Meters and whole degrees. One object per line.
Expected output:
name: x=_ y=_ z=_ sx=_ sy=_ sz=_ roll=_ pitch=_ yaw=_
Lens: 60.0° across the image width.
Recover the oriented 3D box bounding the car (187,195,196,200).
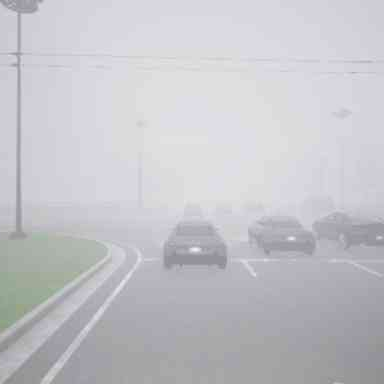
car: x=-0.017 y=1.883 z=88.800 sx=2.150 sy=2.045 sz=5.566 roll=0 pitch=0 yaw=0

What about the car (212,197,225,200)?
car: x=6.983 y=2.138 z=89.073 sx=1.882 sy=1.535 sz=5.008 roll=0 pitch=0 yaw=0

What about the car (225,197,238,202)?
car: x=10.483 y=2.162 z=89.319 sx=1.837 sy=1.490 sz=4.892 roll=0 pitch=0 yaw=0

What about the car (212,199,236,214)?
car: x=3.592 y=1.853 z=38.872 sx=1.994 sy=1.385 sz=4.181 roll=0 pitch=0 yaw=0

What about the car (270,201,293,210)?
car: x=10.579 y=1.818 z=39.392 sx=1.812 sy=1.442 sz=4.674 roll=0 pitch=0 yaw=0

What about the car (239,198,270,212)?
car: x=7.092 y=1.776 z=38.321 sx=2.128 sy=1.511 sz=4.902 roll=0 pitch=0 yaw=0

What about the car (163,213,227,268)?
car: x=0.096 y=1.652 z=11.614 sx=1.994 sy=1.385 sz=4.181 roll=0 pitch=0 yaw=0

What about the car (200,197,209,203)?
car: x=3.483 y=2.186 z=89.145 sx=2.128 sy=1.511 sz=4.902 roll=0 pitch=0 yaw=0

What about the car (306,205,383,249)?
car: x=7.097 y=1.590 z=15.060 sx=1.882 sy=1.535 sz=5.008 roll=0 pitch=0 yaw=0

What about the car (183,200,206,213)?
car: x=0.094 y=1.793 z=33.038 sx=2.033 sy=1.411 sz=5.357 roll=0 pitch=0 yaw=0

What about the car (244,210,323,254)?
car: x=3.596 y=1.669 z=14.004 sx=1.994 sy=1.385 sz=4.181 roll=0 pitch=0 yaw=0

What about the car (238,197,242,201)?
car: x=13.983 y=2.257 z=89.351 sx=1.895 sy=1.301 sz=4.718 roll=0 pitch=0 yaw=0

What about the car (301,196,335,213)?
car: x=14.092 y=1.500 z=37.485 sx=2.150 sy=2.045 sz=5.566 roll=0 pitch=0 yaw=0
